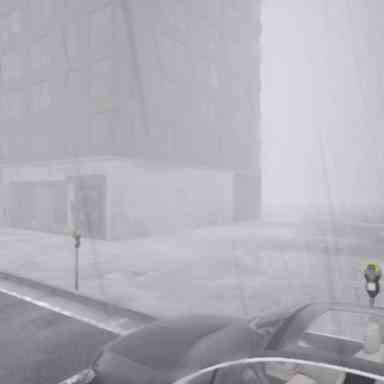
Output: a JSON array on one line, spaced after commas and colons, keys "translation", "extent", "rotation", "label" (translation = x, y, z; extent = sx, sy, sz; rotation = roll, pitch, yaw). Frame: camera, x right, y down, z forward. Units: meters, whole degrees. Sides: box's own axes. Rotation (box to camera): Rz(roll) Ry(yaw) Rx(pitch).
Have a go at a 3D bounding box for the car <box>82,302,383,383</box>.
[{"translation": [1.020, 1.549, 2.353], "extent": [4.403, 1.369, 2.008], "rotation": [0, 0, 35], "label": "car"}]
